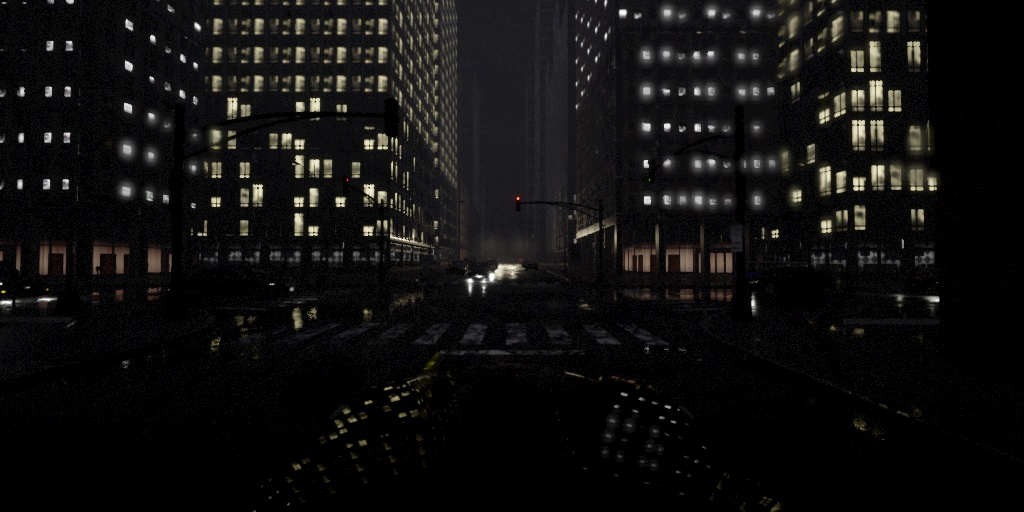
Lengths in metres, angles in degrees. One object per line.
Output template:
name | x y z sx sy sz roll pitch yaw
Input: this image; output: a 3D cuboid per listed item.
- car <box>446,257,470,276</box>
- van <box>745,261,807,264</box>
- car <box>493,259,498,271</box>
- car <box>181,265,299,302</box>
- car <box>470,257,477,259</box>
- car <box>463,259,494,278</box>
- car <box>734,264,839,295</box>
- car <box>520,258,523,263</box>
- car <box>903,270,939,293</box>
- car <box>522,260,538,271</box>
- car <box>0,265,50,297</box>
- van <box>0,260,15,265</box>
car | -5.706 1.202 37.576 1.967 1.591 4.097 0 0 0
van | 15.972 1.210 22.075 3.998 1.789 1.690 0 0 0
car | -3.119 1.366 44.407 1.895 1.301 4.718 0 0 0
car | -12.165 1.196 16.012 4.902 1.511 2.128 0 -1 4
car | -5.711 1.081 48.726 2.192 1.841 5.009 0 0 0
car | -3.117 1.309 34.497 2.033 1.411 5.357 0 0 0
car | 14.865 1.321 19.503 4.892 1.490 1.837 0 -1 0
car | 2.665 1.296 60.118 1.751 1.417 4.829 0 0 0
car | 24.345 1.312 19.482 5.008 1.535 1.882 0 -1 0
car | 2.669 1.349 48.792 1.802 1.307 4.207 0 0 0
car | -24.100 1.254 16.375 4.181 1.385 1.994 0 -1 0
van | -33.447 1.132 22.165 3.998 1.789 1.690 0 0 0
